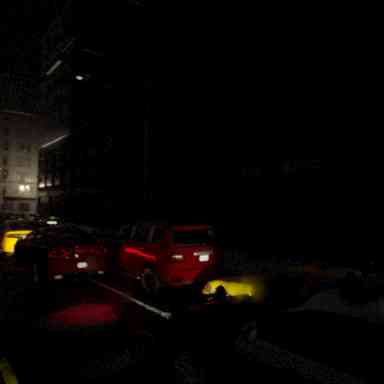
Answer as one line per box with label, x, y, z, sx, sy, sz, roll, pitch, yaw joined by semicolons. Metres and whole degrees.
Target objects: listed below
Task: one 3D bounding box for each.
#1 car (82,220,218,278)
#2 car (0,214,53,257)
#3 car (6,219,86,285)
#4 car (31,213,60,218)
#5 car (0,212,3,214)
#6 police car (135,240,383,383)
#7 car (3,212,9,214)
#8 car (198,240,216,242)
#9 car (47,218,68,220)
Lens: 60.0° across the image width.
car;-1.187;1.733;9.928;2.192;1.841;5.009;3;-3;-38
car;-8.198;2.010;15.679;1.882;1.535;5.008;3;-3;-38
car;-4.494;1.878;10.960;1.882;1.535;5.008;3;-3;-38
car;-8.010;2.102;18.610;1.967;1.590;4.097;3;-3;-38
car;-14.832;2.456;27.293;2.008;1.369;4.403;3;-3;-38
police car;1.612;1.608;3.185;1.930;1.638;5.238;3;-3;-38
car;-11.420;2.223;22.954;1.967;1.590;4.097;3;-3;-38
car;2.114;1.826;5.709;1.752;1.417;4.829;3;-3;-38
car;-4.706;2.069;14.396;1.752;1.417;4.829;3;-3;-38
